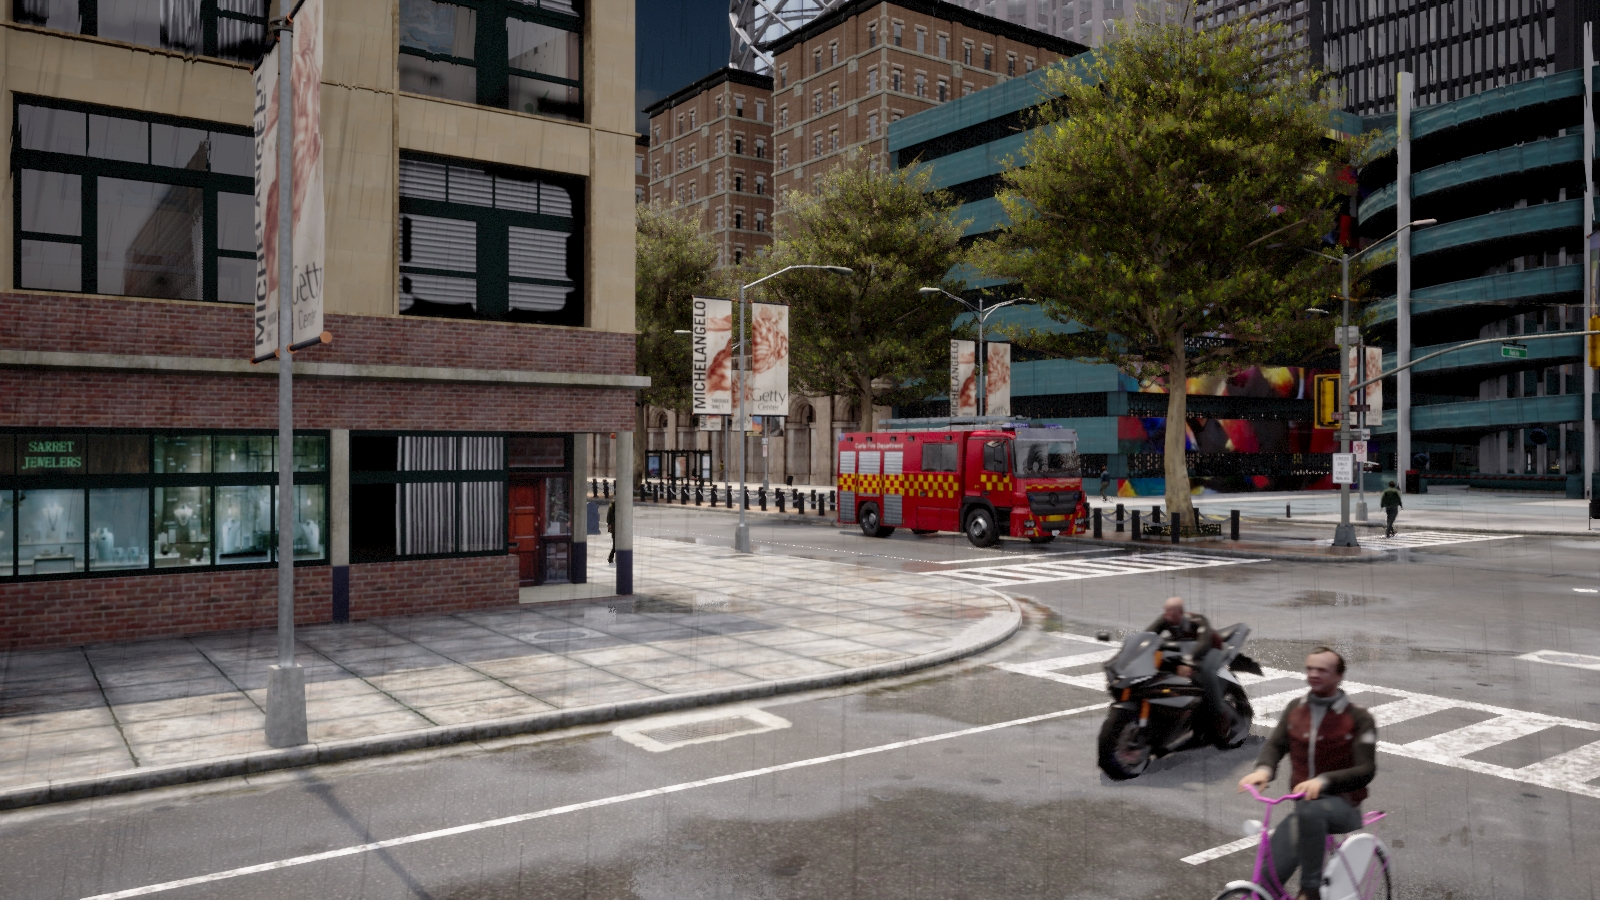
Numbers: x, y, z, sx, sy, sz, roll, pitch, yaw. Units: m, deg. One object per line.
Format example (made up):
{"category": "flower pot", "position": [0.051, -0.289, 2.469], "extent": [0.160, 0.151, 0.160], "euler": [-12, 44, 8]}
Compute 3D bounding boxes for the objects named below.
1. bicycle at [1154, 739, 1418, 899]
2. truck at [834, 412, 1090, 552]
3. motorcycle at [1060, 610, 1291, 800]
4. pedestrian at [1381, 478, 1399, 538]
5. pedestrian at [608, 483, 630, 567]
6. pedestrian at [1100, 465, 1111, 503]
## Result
{"category": "bicycle", "position": [2.499, 2.207, 5.763], "extent": [1.835, 1.171, 0.329], "euler": [1, -1, -36]}
{"category": "truck", "position": [4.745, 0.881, 35.550], "extent": [2.891, 3.827, 8.468], "euler": [0, 0, -35]}
{"category": "motorcycle", "position": [3.391, 2.201, 10.225], "extent": [2.209, 1.251, 0.867], "euler": [0, -1, -38]}
{"category": "pedestrian", "position": [18.646, 1.835, 36.101], "extent": [0.375, 1.860, 0.375], "euler": [0, 0, -42]}
{"category": "pedestrian", "position": [-4.099, 1.691, 25.863], "extent": [0.375, 1.860, 0.375], "euler": [0, 0, -37]}
{"category": "pedestrian", "position": [15.167, 1.679, 56.720], "extent": [0.375, 1.860, 0.375], "euler": [0, 0, -31]}
